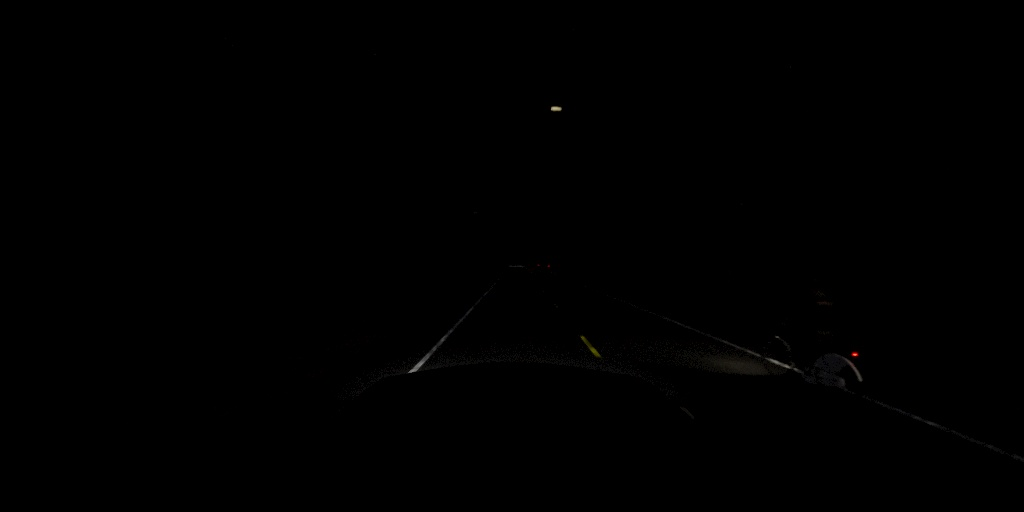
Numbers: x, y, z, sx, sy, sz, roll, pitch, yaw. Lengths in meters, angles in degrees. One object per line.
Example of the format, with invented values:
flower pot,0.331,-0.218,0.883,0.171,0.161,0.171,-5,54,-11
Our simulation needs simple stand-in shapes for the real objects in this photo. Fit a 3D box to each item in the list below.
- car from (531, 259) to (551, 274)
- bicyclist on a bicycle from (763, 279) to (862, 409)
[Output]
car,4.332,1.466,51.912,2.150,2.045,5.566,1,0,1
bicyclist on a bicycle,4.485,1.221,5.521,0.659,1.776,1.843,1,0,1
